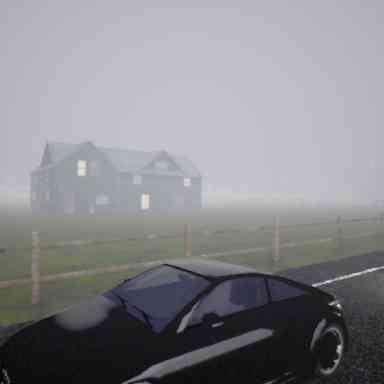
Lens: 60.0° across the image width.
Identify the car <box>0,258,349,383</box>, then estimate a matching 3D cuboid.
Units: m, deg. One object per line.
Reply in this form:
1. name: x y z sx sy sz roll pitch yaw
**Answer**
1. car: 0.010 1.580 3.999 4.181 1.385 1.994 0 0 -36
